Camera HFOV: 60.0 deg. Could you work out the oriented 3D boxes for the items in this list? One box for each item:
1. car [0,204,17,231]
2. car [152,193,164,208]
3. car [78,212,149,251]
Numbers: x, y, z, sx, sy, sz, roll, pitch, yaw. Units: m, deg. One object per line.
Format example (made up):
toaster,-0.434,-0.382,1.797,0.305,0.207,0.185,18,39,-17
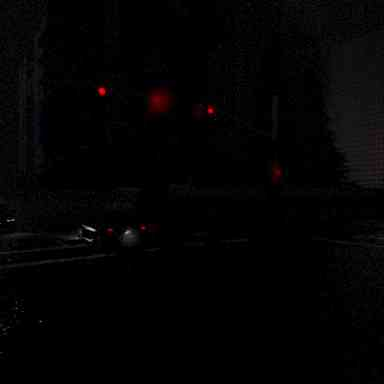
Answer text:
car,-11.707,1.477,19.644,1.837,1.490,4.892,0,0,-36
car,-3.651,1.123,42.927,1.905,1.878,3.866,0,0,-36
car,-3.445,1.529,14.190,1.994,1.385,4.181,0,0,-31
